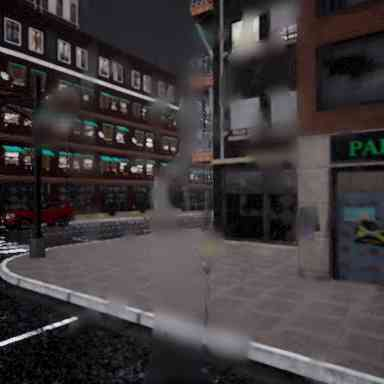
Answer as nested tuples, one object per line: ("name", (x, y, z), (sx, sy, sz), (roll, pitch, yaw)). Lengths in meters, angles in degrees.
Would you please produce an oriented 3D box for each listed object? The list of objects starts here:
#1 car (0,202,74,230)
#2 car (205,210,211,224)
("car", (-10.952, 1.643, 23.926), (2.192, 1.841, 5.009), (-2, -2, 35))
("car", (2.440, 2.073, 28.502), (1.802, 1.307, 4.206), (-2, -2, 35))
